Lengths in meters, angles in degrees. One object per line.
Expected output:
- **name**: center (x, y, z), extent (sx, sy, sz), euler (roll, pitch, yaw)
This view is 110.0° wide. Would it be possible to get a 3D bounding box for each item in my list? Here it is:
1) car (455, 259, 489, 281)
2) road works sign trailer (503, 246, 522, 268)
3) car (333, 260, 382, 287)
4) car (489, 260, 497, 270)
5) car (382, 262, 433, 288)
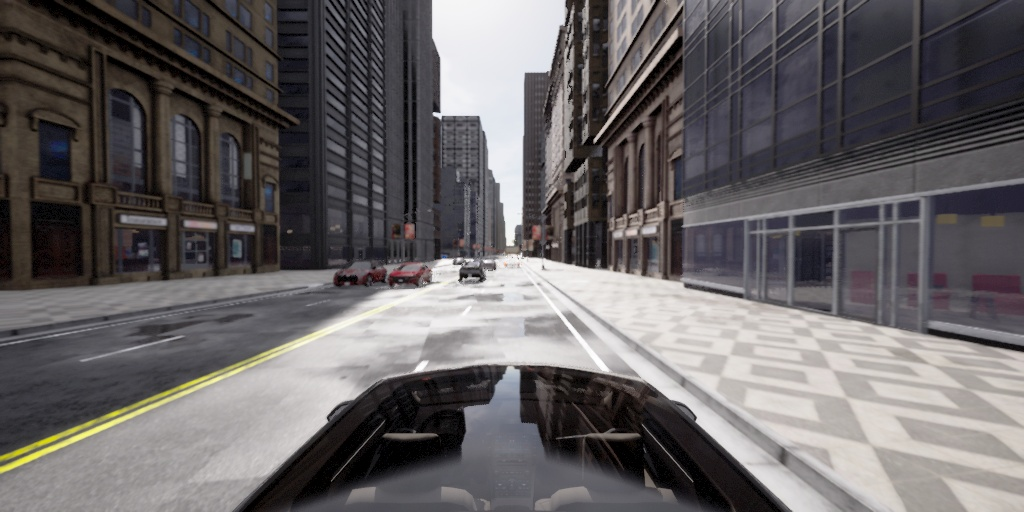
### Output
- **car**: center (-3.152, 1.213, 29.239), extent (1.837, 1.490, 4.892), euler (0, 0, 0)
- **road works sign trailer**: center (0.063, 0.098, 58.768), extent (2.380, 3.560, 2.880), euler (0, 0, 0)
- **car**: center (-9.846, 1.066, 23.654), extent (2.097, 1.767, 4.553), euler (0, 0, 0)
- **car**: center (-3.153, 1.210, 50.981), extent (2.033, 1.411, 5.357), euler (0, 0, 0)
- **car**: center (-6.596, 1.191, 23.751), extent (1.882, 1.535, 5.008), euler (0, 0, 0)
